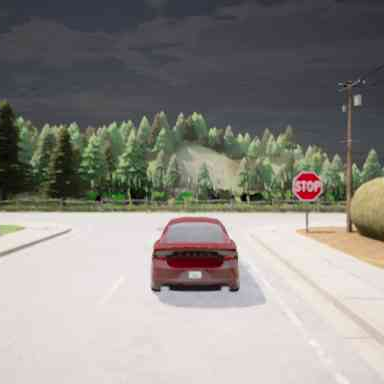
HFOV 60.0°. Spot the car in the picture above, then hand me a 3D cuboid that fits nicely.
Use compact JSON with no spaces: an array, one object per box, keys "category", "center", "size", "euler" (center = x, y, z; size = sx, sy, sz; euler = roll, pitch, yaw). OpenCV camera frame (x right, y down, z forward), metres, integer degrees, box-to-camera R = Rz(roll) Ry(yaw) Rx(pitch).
[{"category":"car","center":[0.076,1.370,8.694],"size":[1.882,1.535,5.008],"euler":[0,1,0]}]
